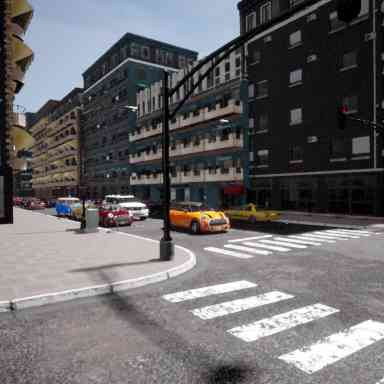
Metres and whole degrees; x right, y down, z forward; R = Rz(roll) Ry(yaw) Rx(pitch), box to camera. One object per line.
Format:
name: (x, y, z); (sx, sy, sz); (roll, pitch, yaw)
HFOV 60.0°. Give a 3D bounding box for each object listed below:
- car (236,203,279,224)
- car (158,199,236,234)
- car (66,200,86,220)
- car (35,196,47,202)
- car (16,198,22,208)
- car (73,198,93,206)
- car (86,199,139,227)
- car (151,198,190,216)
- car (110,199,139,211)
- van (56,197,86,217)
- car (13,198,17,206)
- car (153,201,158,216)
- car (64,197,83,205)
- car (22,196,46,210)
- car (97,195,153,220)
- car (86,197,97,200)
car: (4.128, 1.498, 24.468); (1.752, 1.417, 4.829); (-1, 1, -36)
car: (0.180, 1.409, 20.038); (2.097, 1.767, 4.553); (-1, 0, -36)
car: (-8.927, 1.652, 28.324); (1.752, 1.417, 4.829); (-1, 1, -36)
car: (-37.608, 1.728, 82.862); (1.887, 1.381, 4.507); (-1, 1, -36)
car: (-25.116, 1.770, 50.974); (1.947, 1.339, 4.313); (-1, 1, -36)
car: (-18.299, 1.644, 55.847); (1.947, 1.339, 4.313); (-1, 1, -36)
car: (-5.810, 1.553, 23.960); (1.967, 1.590, 4.097); (-1, 1, -36)
car: (-2.210, 1.441, 33.333); (1.967, 1.590, 4.097); (-1, 1, -36)
car: (-8.645, 1.582, 42.339); (2.008, 1.369, 4.403); (-1, 1, -36)
van: (-12.247, 1.483, 32.963); (1.690, 1.788, 3.998); (-1, 1, -36)
car: (-31.552, 1.783, 59.980); (1.887, 1.381, 4.507); (-1, 1, -36)
car: (-4.608, 1.546, 32.238); (1.837, 1.490, 4.892); (-1, 0, -36)
car: (-21.517, 1.646, 60.349); (2.008, 1.369, 4.403); (-1, 1, -36)
car: (-21.900, 1.628, 46.471); (1.967, 1.590, 4.097); (-1, 1, -36)
car: (-5.850, 1.305, 28.464); (2.150, 2.045, 5.566); (-1, 0, -36)
car: (-11.891, 1.658, 36.933); (2.033, 1.411, 5.357); (-1, 0, -36)
